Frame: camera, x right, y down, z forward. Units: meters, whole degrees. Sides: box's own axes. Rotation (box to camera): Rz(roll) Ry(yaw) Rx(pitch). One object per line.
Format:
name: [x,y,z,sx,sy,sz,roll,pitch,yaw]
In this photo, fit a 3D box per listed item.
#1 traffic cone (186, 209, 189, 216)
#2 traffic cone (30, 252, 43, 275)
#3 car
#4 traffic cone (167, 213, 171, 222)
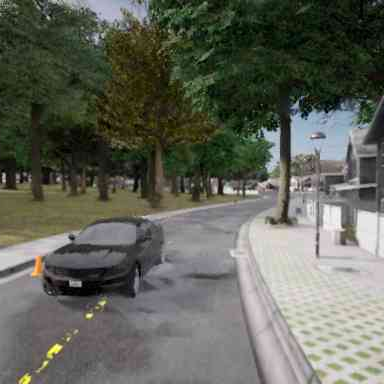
traffic cone: [-0.372,1.803,28.988,0.340,0.580,0.340,0,0,16]
traffic cone: [-4.092,1.894,8.905,0.340,0.580,0.340,0,0,5]
car: [-1.935,1.424,8.683,1.882,1.535,5.008,0,0,5]
traffic cone: [-1.646,1.824,24.037,0.340,0.580,0.340,0,0,13]
